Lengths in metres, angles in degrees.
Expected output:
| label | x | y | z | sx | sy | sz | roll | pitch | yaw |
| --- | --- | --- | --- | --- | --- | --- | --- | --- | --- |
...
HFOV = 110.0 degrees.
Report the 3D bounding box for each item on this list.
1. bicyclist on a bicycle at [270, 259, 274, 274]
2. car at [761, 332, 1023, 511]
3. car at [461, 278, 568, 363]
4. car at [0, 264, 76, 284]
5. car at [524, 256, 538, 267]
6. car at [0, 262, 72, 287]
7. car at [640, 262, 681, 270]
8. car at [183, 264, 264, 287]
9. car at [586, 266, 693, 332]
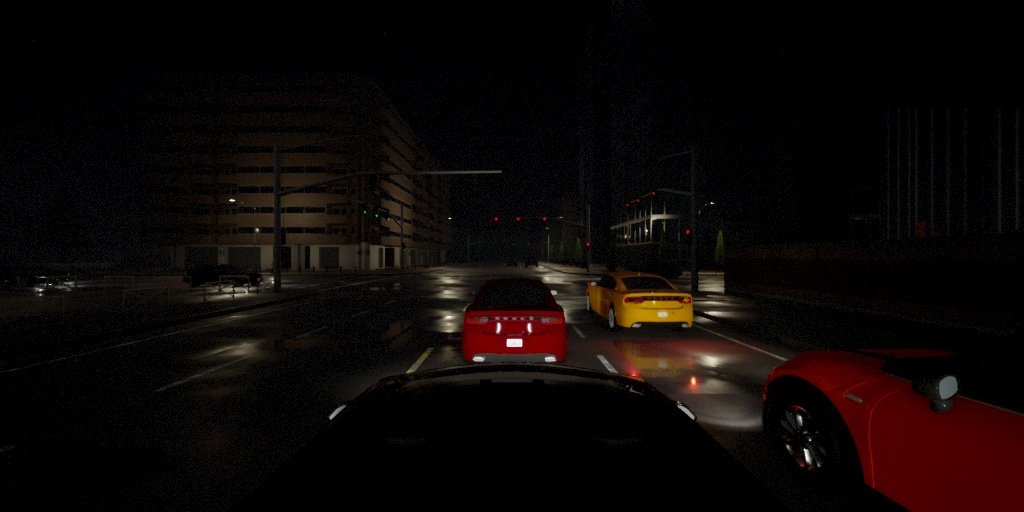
| label | x | y | z | sx | sy | sz | roll | pitch | yaw |
| --- | --- | --- | --- | --- | --- | --- | --- | --- | --- |
| bicyclist on a bicycle | -25.540 | 1.106 | 38.695 | 0.582 | 1.620 | 1.656 | 0 | 0 | 0 |
| car | 3.600 | 1.102 | 1.794 | 2.097 | 1.767 | 4.553 | 0 | 0 | 0 |
| car | 0.058 | 1.228 | 8.164 | 1.882 | 1.535 | 5.008 | 0 | 0 | 0 |
| car | -37.691 | 1.352 | 27.759 | 5.357 | 1.411 | 2.033 | 0 | 0 | 0 |
| car | 3.434 | 0.971 | 64.758 | 2.150 | 2.045 | 5.566 | 0 | 0 | 1 |
| car | -33.168 | 1.309 | 24.242 | 4.892 | 1.490 | 1.837 | 0 | 0 | 0 |
| car | 12.228 | 1.297 | 31.273 | 4.902 | 1.511 | 2.128 | 0 | 0 | 0 |
| car | -19.431 | 1.331 | 24.208 | 4.674 | 1.442 | 1.812 | 0 | 0 | 0 |
| car | 3.577 | 1.228 | 10.940 | 1.882 | 1.535 | 5.008 | 0 | 0 | 0 |
